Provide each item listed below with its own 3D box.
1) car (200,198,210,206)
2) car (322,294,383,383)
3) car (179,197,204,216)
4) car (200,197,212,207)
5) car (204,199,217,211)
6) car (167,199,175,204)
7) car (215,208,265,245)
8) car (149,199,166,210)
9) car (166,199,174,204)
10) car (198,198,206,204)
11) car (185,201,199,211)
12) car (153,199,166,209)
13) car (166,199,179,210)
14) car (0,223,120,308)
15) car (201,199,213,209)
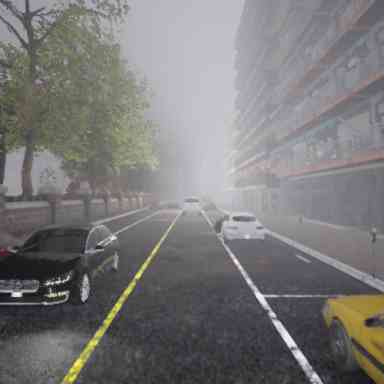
[{"bbox_3d":[2.665,2.182,70.301,1.967,1.590,4.097,0,-1,0],"label":"car"},{"bbox_3d":[2.690,1.555,2.910,1.752,1.417,4.829,0,-1,0],"label":"car"},{"bbox_3d":[0.017,1.613,38.214,2.150,2.045,5.566,0,0,1],"label":"car"},{"bbox_3d":[2.666,1.994,64.672,2.192,1.841,5.009,0,-1,0],"label":"car"},{"bbox_3d":[2.674,2.038,47.780,1.887,1.381,4.507,0,-1,0],"label":"car"},{"bbox_3d":[-5.723,2.551,92.815,2.008,1.369,4.403,0,-1,0],"label":"car"},{"bbox_3d":[2.348,1.691,16.391,1.812,1.442,4.674,0,-1,0],"label":"car"},{"bbox_3d":[-5.710,1.996,53.408,1.967,1.590,4.097,0,-1,0],"label":"car"},{"bbox_3d":[-5.721,2.458,87.016,1.752,1.417,4.829,0,-1,0],"label":"car"},{"bbox_3d":[2.659,2.373,87.190,1.967,1.590,4.097,0,-1,0],"label":"car"},{"bbox_3d":[-0.017,2.075,50.899,2.033,1.411,5.357,0,-1,0],"label":"car"},{"bbox_3d":[-5.712,2.058,59.036,1.967,1.590,4.097,0,-1,0],"label":"car"},{"bbox_3d":[-3.018,2.176,54.102,1.895,1.301,4.718,0,-1,0],"label":"car"},{"bbox_3d":[-3.102,1.589,8.320,1.837,1.490,4.892,0,-1,0],"label":"car"},{"bbox_3d":[2.669,2.057,59.040,1.967,1.590,4.097,0,-1,0],"label":"car"}]
